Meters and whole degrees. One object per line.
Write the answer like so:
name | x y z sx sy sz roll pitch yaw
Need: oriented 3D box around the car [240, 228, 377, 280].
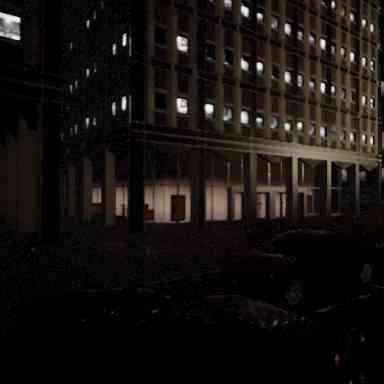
car | 2.697 1.590 8.010 4.507 1.381 1.887 0 0 -35

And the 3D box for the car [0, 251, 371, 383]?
car | -1.035 1.550 2.326 5.357 1.411 2.033 1 0 -35
